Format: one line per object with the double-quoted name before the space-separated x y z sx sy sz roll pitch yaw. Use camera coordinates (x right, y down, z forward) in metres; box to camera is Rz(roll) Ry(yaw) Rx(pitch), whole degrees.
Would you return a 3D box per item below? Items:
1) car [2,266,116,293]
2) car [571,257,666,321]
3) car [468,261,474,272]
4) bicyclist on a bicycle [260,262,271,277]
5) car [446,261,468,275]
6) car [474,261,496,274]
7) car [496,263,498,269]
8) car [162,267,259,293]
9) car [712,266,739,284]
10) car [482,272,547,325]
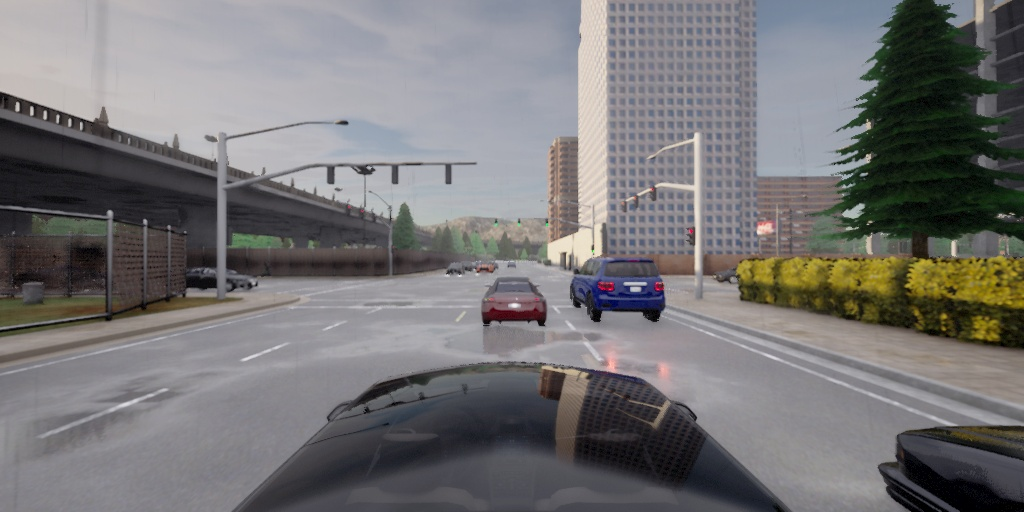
"car" -27.779 1.461 22.415 4.902 1.511 2.128 0 0 0
"car" 3.576 1.063 13.046 2.150 2.045 5.566 0 0 0
"car" -7.155 1.524 54.847 2.097 1.767 4.553 0 0 0
"bicyclist on a bicycle" -25.341 1.385 36.906 0.582 1.620 1.656 0 0 0
"car" -7.148 1.606 45.962 1.837 1.490 4.892 0 0 0
"car" -3.646 1.478 49.110 2.097 1.767 4.553 0 0 0
"car" -3.652 1.690 58.181 2.128 1.511 4.902 0 0 0
"car" -18.621 1.461 22.445 4.902 1.511 2.128 0 0 0
"car" 19.273 1.533 29.771 4.892 1.490 1.837 0 0 0
"car" 0.022 1.397 12.201 1.994 1.385 4.181 0 0 -1
